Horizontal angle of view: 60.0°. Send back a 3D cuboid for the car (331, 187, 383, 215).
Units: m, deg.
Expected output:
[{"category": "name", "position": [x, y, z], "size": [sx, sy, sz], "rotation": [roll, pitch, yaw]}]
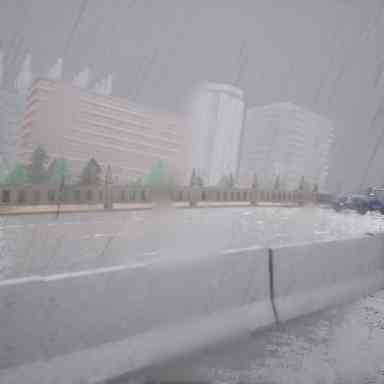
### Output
[{"category": "car", "position": [13.173, 0.659, 25.670], "size": [5.566, 2.045, 2.150], "rotation": [3, 1, -34]}]
